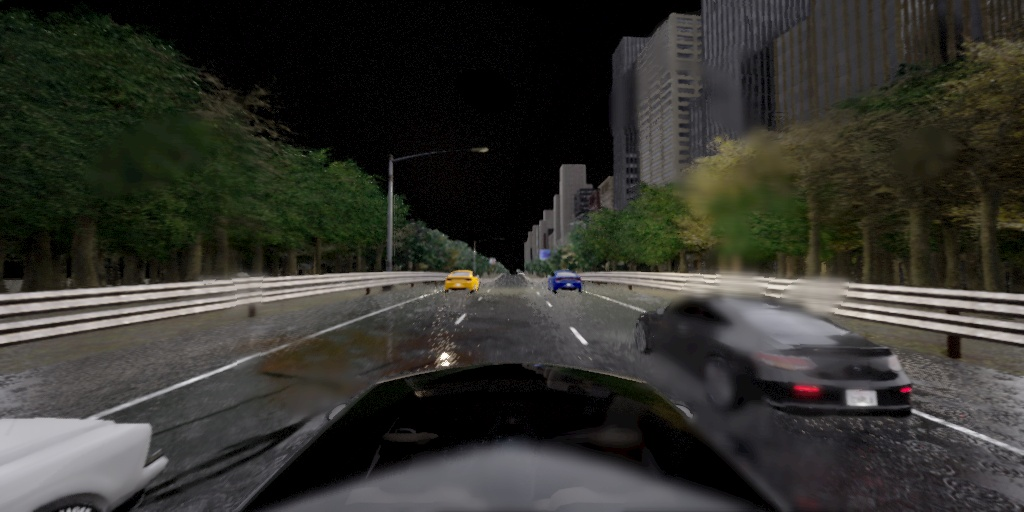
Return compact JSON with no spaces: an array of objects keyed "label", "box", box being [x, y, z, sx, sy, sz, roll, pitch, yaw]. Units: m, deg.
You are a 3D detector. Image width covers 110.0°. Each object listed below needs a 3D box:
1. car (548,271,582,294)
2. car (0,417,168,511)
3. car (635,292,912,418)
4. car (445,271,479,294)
[{"label":"car","box":[3.602,1.757,25.098,1.882,1.535,5.008,0,-2,0]},{"label":"car","box":[-3.401,1.345,0.384,1.895,1.301,4.718,0,0,0]},{"label":"car","box":[3.600,1.322,5.993,1.812,1.442,4.674,0,-1,0]},{"label":"car","box":[-3.399,1.757,25.103,1.882,1.535,5.008,0,-2,0]}]
